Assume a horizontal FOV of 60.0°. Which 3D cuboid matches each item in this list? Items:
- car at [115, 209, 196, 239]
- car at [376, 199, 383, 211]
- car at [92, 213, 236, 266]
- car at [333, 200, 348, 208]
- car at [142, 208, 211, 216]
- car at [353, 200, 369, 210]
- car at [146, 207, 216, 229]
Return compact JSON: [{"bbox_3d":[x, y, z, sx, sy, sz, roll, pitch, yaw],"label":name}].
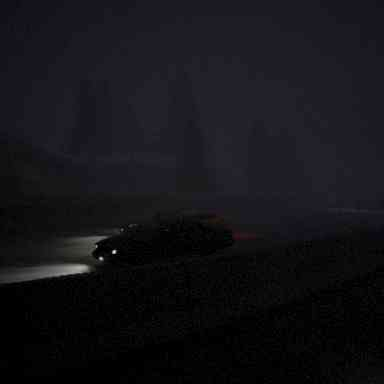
[{"bbox_3d":[-2.113,1.831,20.086,4.674,1.442,1.812,0,-1,-40],"label":"car"},{"bbox_3d":[27.799,1.754,47.849,2.097,1.767,4.553,-1,-1,34],"label":"car"},{"bbox_3d":[-0.784,1.730,12.187,5.357,1.411,2.033,0,-1,-38],"label":"car"},{"bbox_3d":[25.884,2.114,57.817,1.994,1.385,4.181,-1,-1,32],"label":"car"},{"bbox_3d":[-0.112,1.723,17.211,5.008,1.535,1.882,0,-1,-40],"label":"car"},{"bbox_3d":[26.369,1.986,51.957,1.837,1.490,4.892,-1,-1,33],"label":"car"},{"bbox_3d":[-0.758,1.919,25.792,5.357,1.411,2.033,0,-1,-41],"label":"car"}]
